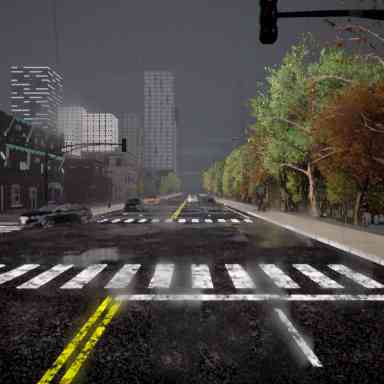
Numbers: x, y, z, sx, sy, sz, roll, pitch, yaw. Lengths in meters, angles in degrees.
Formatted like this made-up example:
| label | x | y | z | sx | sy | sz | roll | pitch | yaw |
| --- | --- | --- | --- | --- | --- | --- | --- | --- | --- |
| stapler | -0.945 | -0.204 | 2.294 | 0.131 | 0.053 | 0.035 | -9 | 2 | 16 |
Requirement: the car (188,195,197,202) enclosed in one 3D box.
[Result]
| label | x | y | z | sx | sy | sz | roll | pitch | yaw |
| --- | --- | --- | --- | --- | --- | --- | --- | --- | --- |
| car | 0.085 | 1.447 | 74.818 | 1.882 | 1.535 | 5.008 | 0 | 0 | 0 |

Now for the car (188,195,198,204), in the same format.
| label | x | y | z | sx | sy | sz | roll | pitch | yaw |
| --- | --- | --- | --- | --- | --- | --- | --- | --- | --- |
| car | 0.153 | 1.501 | 64.624 | 1.812 | 1.442 | 4.674 | 0 | 0 | 0 |

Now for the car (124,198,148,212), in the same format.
| label | x | y | z | sx | sy | sz | roll | pitch | yaw |
| --- | --- | --- | --- | --- | --- | --- | --- | --- | --- |
| car | -6.564 | 1.492 | 38.204 | 1.837 | 1.490 | 4.892 | 0 | 0 | 0 |

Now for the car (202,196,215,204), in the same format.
| label | x | y | z | sx | sy | sz | roll | pitch | yaw |
| --- | --- | --- | --- | --- | --- | --- | --- | --- | --- |
| car | 3.410 | 1.523 | 63.743 | 2.033 | 1.411 | 5.357 | 0 | 0 | 0 |

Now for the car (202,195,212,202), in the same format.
| label | x | y | z | sx | sy | sz | roll | pitch | yaw |
| --- | --- | --- | --- | --- | --- | --- | --- | --- | --- |
| car | 3.328 | 1.510 | 74.397 | 2.033 | 1.411 | 5.357 | 0 | 0 | 0 |

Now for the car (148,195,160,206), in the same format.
| label | x | y | z | sx | sy | sz | roll | pitch | yaw |
| --- | --- | --- | --- | --- | --- | --- | --- | --- | --- |
| car | -6.533 | 1.332 | 55.458 | 2.097 | 1.767 | 4.553 | 0 | 0 | 0 |

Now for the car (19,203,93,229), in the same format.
| label | x | y | z | sx | sy | sz | roll | pitch | yaw |
| --- | --- | --- | --- | --- | --- | --- | --- | --- | --- |
| car | -8.774 | 1.496 | 21.833 | 2.128 | 1.511 | 4.902 | 0 | 0 | 29 |
